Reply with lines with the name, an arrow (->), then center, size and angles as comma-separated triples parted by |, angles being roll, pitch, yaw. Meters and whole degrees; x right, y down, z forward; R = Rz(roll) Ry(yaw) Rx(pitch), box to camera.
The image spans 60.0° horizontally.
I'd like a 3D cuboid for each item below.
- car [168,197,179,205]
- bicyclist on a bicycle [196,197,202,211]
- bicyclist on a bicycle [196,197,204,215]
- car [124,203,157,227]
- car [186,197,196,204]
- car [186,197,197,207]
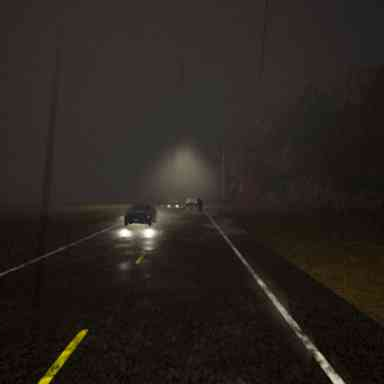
car -> -3.645, 1.757, 65.664 | 1.882, 1.535, 5.008 | 0, 0, 0
bicyclist on a bicycle -> 0.875, 1.554, 42.934 | 0.659, 1.776, 1.843 | 0, 0, 0
bicyclist on a bicycle -> 0.893, 1.516, 33.934 | 0.659, 1.776, 1.843 | 0, 0, 0
car -> -3.648, 1.580, 24.117 | 1.882, 1.535, 5.008 | 0, 0, 0
car -> -0.152, 1.844, 74.779 | 2.128, 1.511, 4.902 | 0, 0, 0
car -> -0.078, 1.838, 55.633 | 1.895, 1.301, 4.718 | 0, 0, 0
